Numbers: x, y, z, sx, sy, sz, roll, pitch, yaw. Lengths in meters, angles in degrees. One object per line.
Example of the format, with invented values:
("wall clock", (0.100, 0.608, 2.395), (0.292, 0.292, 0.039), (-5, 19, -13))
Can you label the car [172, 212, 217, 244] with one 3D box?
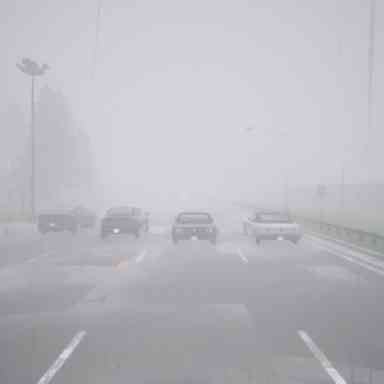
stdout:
("car", (0.100, 1.591, 15.742), (1.895, 1.301, 4.718), (0, 0, 0))

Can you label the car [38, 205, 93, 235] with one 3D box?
("car", (-6.900, 1.465, 18.905), (1.882, 1.535, 5.008), (0, 0, 0))

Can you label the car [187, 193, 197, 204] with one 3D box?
("car", (0.004, 1.463, 64.620), (1.837, 1.490, 4.892), (0, 0, 0))

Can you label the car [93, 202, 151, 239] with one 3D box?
("car", (-3.400, 1.493, 17.407), (1.837, 1.490, 4.892), (0, 0, 0))

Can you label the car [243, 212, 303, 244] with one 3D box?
("car", (3.599, 1.591, 15.751), (1.895, 1.301, 4.718), (0, 0, 0))

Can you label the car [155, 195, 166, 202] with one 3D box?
("car", (-6.995, 1.437, 74.242), (1.895, 1.301, 4.718), (0, 0, 0))

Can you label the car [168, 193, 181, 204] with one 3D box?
("car", (-3.496, 1.183, 64.650), (2.150, 2.045, 5.566), (0, 0, 0))

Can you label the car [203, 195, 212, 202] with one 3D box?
("car", (3.505, 1.366, 75.044), (1.837, 1.490, 4.892), (0, 0, 0))

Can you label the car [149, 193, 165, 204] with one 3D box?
("car", (-6.996, 1.183, 64.650), (2.150, 2.045, 5.566), (0, 0, 0))

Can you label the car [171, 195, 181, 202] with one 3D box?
("car", (-3.495, 1.437, 74.241), (1.895, 1.301, 4.718), (0, 0, 0))

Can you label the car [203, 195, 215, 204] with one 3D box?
("car", (3.504, 1.463, 64.620), (1.837, 1.490, 4.892), (0, 0, 0))
